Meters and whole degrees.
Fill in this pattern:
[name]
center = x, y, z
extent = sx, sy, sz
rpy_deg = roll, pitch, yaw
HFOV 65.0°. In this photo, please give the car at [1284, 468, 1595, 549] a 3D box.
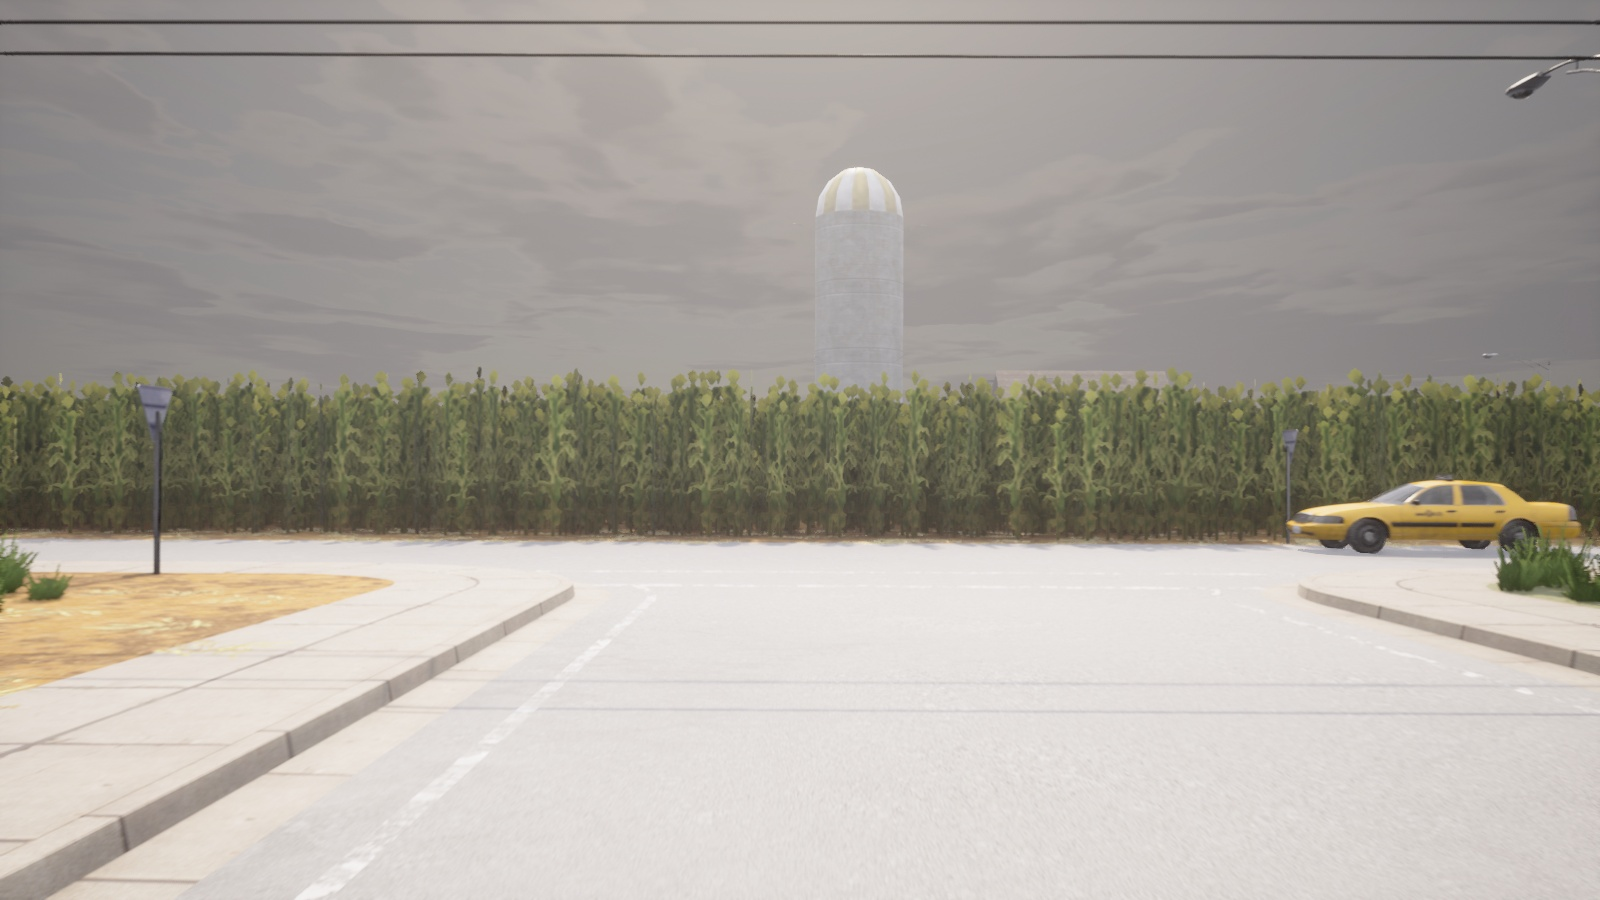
[car]
center = 12.888, 1.157, 25.531
extent = 5.366, 1.575, 1.801
rpy_deg = 0, -1, 1
